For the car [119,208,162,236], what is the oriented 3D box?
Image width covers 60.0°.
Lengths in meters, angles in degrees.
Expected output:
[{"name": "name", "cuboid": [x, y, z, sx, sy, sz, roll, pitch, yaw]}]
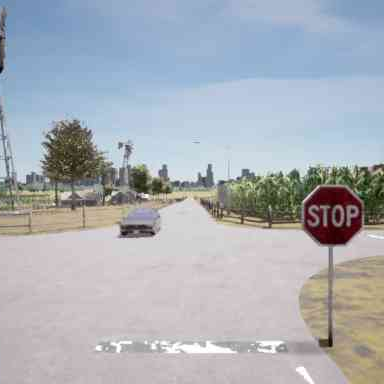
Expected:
[{"name": "car", "cuboid": [-2.783, 1.629, 19.250, 2.033, 1.411, 5.357, -1, 0, 0]}]
